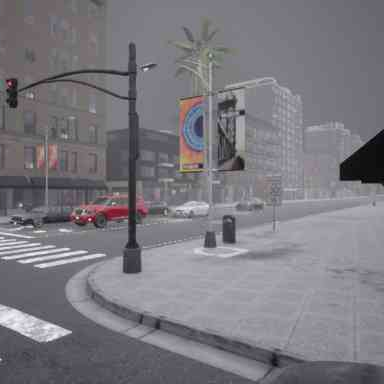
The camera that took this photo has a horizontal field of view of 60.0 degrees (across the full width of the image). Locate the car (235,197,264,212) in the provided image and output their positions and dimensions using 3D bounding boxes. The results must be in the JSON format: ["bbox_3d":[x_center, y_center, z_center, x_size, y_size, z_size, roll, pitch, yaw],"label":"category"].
[{"bbox_3d":[7.076,1.419,40.643,2.097,1.767,4.553,0,0,35],"label":"car"}]

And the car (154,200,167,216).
[{"bbox_3d":[-3.988,1.533,30.621,1.837,1.490,4.892,0,0,35],"label":"car"}]

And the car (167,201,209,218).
[{"bbox_3d":[0.127,1.564,30.811,1.812,1.442,4.674,0,0,35],"label":"car"}]

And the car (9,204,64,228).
[{"bbox_3d":[-9.466,1.561,22.847,2.033,1.411,5.357,0,0,35],"label":"car"}]

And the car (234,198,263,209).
[{"bbox_3d":[8.183,1.622,47.798,2.033,1.411,5.357,0,0,36],"label":"car"}]

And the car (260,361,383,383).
[{"bbox_3d":[2.169,1.551,1.301,4.403,1.369,2.008,0,0,35],"label":"car"}]

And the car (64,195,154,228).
[{"bbox_3d":[-5.497,1.243,22.827,2.150,2.045,5.566,0,0,35],"label":"car"}]
